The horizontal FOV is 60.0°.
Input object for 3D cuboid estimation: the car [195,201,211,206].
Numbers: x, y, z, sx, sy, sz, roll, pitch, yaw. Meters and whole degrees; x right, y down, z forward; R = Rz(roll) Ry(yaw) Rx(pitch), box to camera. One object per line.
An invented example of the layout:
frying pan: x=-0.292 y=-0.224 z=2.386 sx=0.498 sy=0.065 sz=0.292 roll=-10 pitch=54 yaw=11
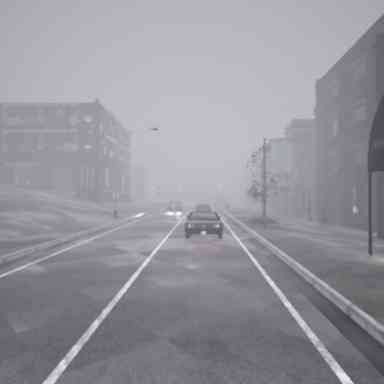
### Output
car: x=1.310 y=1.757 z=40.056 sx=1.812 sy=1.442 sz=4.674 roll=0 pitch=0 yaw=2

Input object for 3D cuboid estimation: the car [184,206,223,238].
car: x=0.622 y=1.652 z=17.889 sx=1.895 sy=1.301 sz=4.718 roll=0 pitch=0 yaw=2

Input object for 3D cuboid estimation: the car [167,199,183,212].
car: x=-2.183 y=1.731 z=43.511 sx=2.128 sy=1.511 sz=4.902 roll=0 pitch=-1 yaw=2
